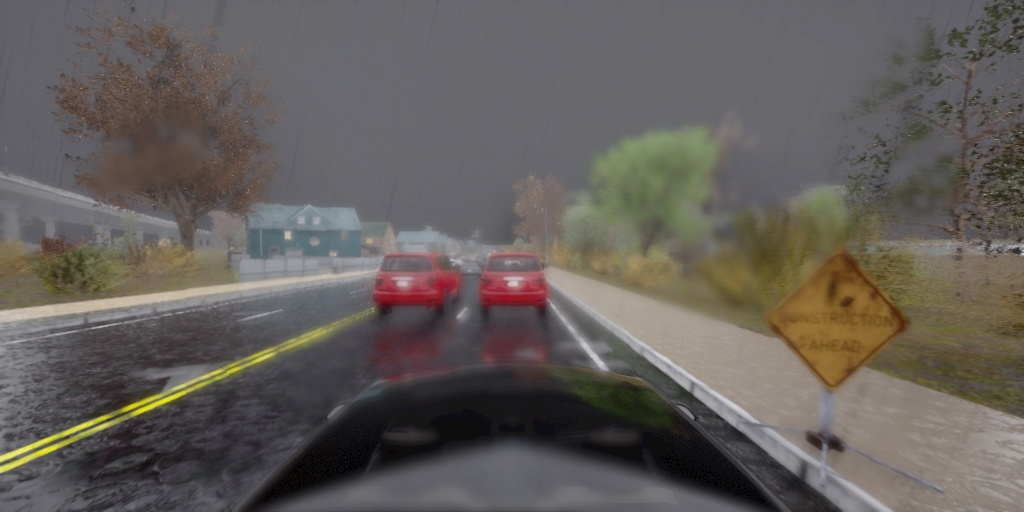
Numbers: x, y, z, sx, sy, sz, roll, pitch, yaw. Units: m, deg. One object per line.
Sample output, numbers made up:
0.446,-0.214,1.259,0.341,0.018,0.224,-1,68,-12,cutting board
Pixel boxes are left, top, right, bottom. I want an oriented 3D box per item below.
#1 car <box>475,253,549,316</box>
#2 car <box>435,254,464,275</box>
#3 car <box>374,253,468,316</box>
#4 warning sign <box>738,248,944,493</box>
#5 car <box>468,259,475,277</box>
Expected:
0.093,0.922,13.169,2.150,2.045,5.566,0,0,0,car
-6.598,0.807,38.330,2.150,2.045,5.566,0,0,0,car
-3.157,0.922,13.200,2.150,2.045,5.566,0,0,0,car
2.850,0.859,3.269,1.300,1.860,1.060,0,0,0,warning sign
-3.159,1.189,30.016,1.994,1.385,4.181,0,0,0,car
